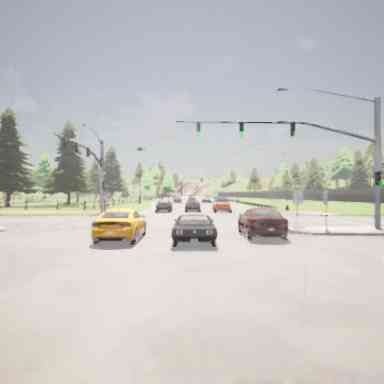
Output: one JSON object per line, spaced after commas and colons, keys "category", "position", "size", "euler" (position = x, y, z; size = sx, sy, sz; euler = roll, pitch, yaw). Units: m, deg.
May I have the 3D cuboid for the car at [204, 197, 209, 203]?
{"category": "car", "position": [3.486, 1.976, 77.004], "size": [1.895, 1.301, 4.718], "euler": [0, 0, 0]}

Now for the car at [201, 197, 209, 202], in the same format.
{"category": "car", "position": [3.485, 1.942, 87.007], "size": [1.895, 1.301, 4.718], "euler": [0, 0, 0]}

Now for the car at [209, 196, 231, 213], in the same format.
{"category": "car", "position": [3.593, 1.559, 41.165], "size": [2.097, 1.767, 4.553], "euler": [0, 0, 0]}

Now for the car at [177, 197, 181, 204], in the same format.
{"category": "car", "position": [-3.514, 1.914, 76.556], "size": [2.033, 1.411, 5.357], "euler": [0, 0, 0]}

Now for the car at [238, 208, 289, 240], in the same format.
{"category": "car", "position": [3.597, 1.567, 17.539], "size": [1.882, 1.535, 5.008], "euler": [0, 0, 0]}

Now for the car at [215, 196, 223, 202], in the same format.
{"category": "car", "position": [6.985, 1.847, 86.978], "size": [1.837, 1.490, 4.892], "euler": [0, 0, 0]}

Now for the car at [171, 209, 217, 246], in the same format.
{"category": "car", "position": [0.098, 1.680, 15.640], "size": [1.895, 1.301, 4.718], "euler": [0, 0, 0]}

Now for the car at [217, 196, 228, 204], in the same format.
{"category": "car", "position": [6.986, 1.735, 76.946], "size": [2.097, 1.767, 4.553], "euler": [0, 0, 0]}

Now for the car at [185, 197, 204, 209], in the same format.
{"category": "car", "position": [0.093, 1.700, 41.417], "size": [2.128, 1.511, 4.902], "euler": [0, 0, 0]}

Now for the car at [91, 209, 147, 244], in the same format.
{"category": "car", "position": [-3.402, 1.560, 16.238], "size": [1.882, 1.535, 5.008], "euler": [0, 0, 0]}

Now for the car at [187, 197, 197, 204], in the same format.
{"category": "car", "position": [-0.014, 1.899, 76.557], "size": [2.128, 1.511, 4.902], "euler": [0, 0, 0]}

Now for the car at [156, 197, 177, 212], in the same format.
{"category": "car", "position": [-3.407, 1.700, 41.410], "size": [2.128, 1.511, 4.902], "euler": [0, 0, 0]}
